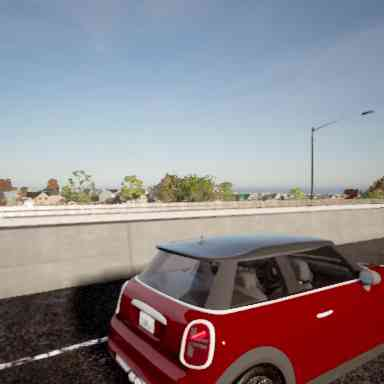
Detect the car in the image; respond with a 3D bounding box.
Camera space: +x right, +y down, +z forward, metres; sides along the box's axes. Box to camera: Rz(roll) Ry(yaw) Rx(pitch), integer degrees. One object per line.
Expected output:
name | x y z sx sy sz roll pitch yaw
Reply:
car | 1.269 1.351 4.636 4.553 1.767 2.097 0 0 -35
